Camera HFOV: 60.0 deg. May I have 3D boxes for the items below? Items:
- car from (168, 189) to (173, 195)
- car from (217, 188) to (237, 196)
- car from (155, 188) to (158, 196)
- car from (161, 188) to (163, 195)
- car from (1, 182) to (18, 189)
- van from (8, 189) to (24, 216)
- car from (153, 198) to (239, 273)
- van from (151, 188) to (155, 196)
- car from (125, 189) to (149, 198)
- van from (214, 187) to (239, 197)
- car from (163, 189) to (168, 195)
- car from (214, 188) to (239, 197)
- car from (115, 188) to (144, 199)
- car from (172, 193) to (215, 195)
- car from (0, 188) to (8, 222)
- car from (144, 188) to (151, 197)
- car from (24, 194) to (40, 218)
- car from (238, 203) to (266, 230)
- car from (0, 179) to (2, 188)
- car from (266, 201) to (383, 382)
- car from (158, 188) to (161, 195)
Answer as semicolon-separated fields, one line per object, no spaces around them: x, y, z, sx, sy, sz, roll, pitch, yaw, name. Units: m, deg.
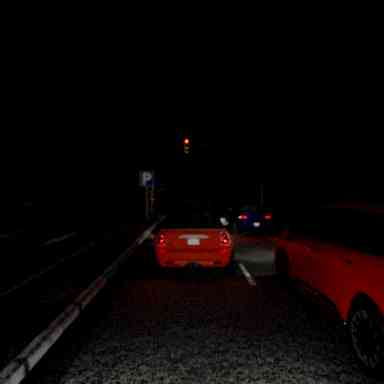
-8.830;-0.185;89.506;5.566;2.045;2.435;-1;0;-12;car
8.691;-0.033;82.992;4.553;1.767;2.185;0;1;-12;car
-10.701;0.281;74.508;4.892;1.521;2.231;-1;0;-14;car
-10.012;0.235;80.511;4.674;1.452;2.002;-1;0;-13;car
-28.658;-0.604;53.239;2.002;1.452;4.674;6;-2;-20;car
-13.804;0.994;21.742;4.442;1.987;1.878;-1;0;-20;van
0.020;1.218;10.387;2.097;1.767;4.553;0;1;0;car
-10.902;0.094;71.532;4.442;1.987;1.878;-1;0;-14;van
-11.339;0.239;68.489;4.553;1.767;2.185;-1;0;-15;car
6.680;0.128;65.304;4.442;1.987;1.878;0;1;-14;van
-9.252;0.149;86.500;4.674;1.452;2.002;-1;1;-13;car
7.036;0.185;68.278;4.553;1.767;2.185;0;1;-14;car
-12.023;0.485;62.541;4.792;1.488;2.163;-1;1;-15;car
-0.001;1.111;19.032;2.097;1.767;4.553;0;1;0;car
-13.891;1.006;18.705;5.566;2.045;2.435;-1;0;-20;car
-11.405;0.400;65.538;5.366;1.575;1.946;-1;0;-15;car
-13.856;1.059;24.721;4.553;1.767;2.185;-1;1;-20;car
2.998;1.300;17.715;1.812;1.442;4.674;0;1;0;car
-31.653;-1.166;53.264;2.435;2.045;5.566;6;-2;-20;car
3.066;1.145;5.512;2.150;2.045;5.566;0;0;-2;car
-10.356;0.277;77.506;4.674;1.452;2.002;-1;1;-14;car
